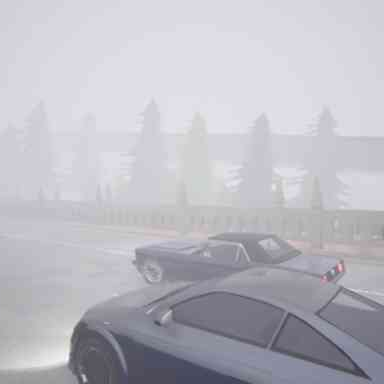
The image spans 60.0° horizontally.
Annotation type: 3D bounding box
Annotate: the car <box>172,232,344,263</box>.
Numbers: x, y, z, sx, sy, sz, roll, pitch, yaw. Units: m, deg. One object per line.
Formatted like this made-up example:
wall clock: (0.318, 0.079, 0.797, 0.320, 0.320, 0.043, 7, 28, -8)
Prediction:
car: (0.829, 1.594, 7.700, 4.718, 1.301, 1.895, 0, 0, 35)

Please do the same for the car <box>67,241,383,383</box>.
car: (0.559, 1.565, 3.594, 4.181, 1.385, 1.994, 0, 0, 35)
